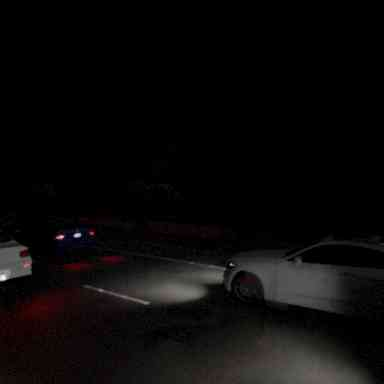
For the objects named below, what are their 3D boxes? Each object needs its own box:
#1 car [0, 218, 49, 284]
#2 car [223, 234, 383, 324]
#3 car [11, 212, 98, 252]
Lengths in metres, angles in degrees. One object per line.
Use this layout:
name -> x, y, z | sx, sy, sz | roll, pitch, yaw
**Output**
car -> -5.715, 1.467, 8.121 | 4.674, 1.442, 1.812 | 1, 0, 36
car -> 2.834, 1.528, 6.272 | 4.674, 1.442, 1.812 | 0, 0, 36
car -> -5.842, 1.465, 12.532 | 5.357, 1.411, 2.033 | 1, 0, 36
